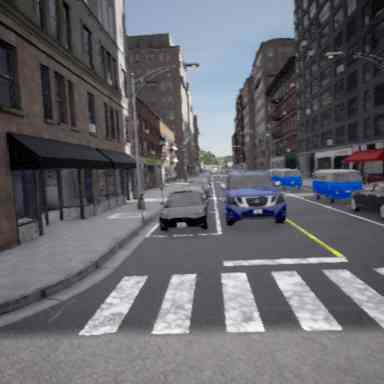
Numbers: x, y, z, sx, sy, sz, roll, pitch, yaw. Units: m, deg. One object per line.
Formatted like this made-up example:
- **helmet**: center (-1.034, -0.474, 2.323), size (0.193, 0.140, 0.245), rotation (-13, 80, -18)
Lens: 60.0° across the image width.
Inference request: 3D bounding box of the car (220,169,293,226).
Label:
- **car**: center (2.409, 0.125, 14.214), size (2.150, 2.045, 5.566), rotation (-3, 4, 3)

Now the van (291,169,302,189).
- **van**: center (8.691, -1.174, 30.136), size (1.690, 1.788, 3.998), rotation (-3, 4, 3)

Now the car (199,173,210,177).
- **car**: center (1.015, -0.982, 36.283), size (2.008, 1.369, 4.403), rotation (-3, 4, 3)

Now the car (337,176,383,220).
- **car**: center (7.754, 0.224, 13.171), size (2.008, 1.369, 4.403), rotation (-3, 4, 3)

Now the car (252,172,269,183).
- **car**: center (9.650, -2.126, 47.132), size (1.802, 1.307, 4.206), rotation (-3, 4, 3)

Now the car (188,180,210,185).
- **car**: center (0.070, 0.240, 19.306), size (1.802, 1.307, 4.206), rotation (-3, 4, 3)

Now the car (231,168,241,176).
- **car**: center (12.161, -5.575, 92.390), size (2.192, 1.841, 5.009), rotation (-3, 4, 3)

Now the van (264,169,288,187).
- **van**: center (9.006, -1.572, 35.796), size (1.690, 1.788, 3.998), rotation (-3, 4, 3)

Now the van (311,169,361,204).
- **van**: center (8.059, -0.381, 18.817), size (1.690, 1.788, 3.998), rotation (-3, 4, 3)

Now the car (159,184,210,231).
- **car**: center (-0.247, 0.620, 13.645), size (1.947, 1.339, 4.313), rotation (-3, 4, 3)

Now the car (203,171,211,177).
- **car**: center (4.166, -5.070, 92.871), size (1.967, 1.590, 4.097), rotation (-3, 4, 3)

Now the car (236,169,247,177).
- **car**: center (11.221, -4.256, 75.420), size (1.967, 1.590, 4.097), rotation (-3, 4, 3)

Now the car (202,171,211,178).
- **car**: center (3.535, -4.273, 81.552), size (1.967, 1.590, 4.097), rotation (-3, 4, 3)

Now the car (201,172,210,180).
- **car**: center (2.909, -3.373, 70.240), size (1.887, 1.381, 4.507), rotation (-3, 4, 3)

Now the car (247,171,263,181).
- **car**: center (9.972, -2.592, 52.957), size (1.752, 1.417, 4.829), rotation (-3, 4, 3)

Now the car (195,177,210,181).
- **car**: center (0.385, -0.173, 24.965), size (1.947, 1.339, 4.313), rotation (-3, 4, 3)

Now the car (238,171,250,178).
- **car**: center (10.911, -3.754, 69.767), size (1.887, 1.381, 4.507), rotation (-3, 4, 3)
